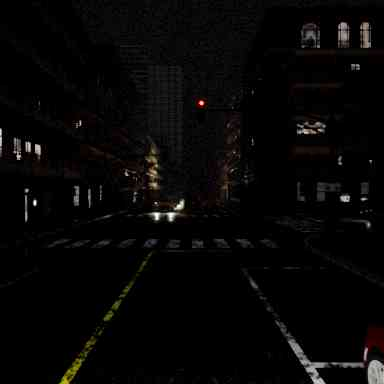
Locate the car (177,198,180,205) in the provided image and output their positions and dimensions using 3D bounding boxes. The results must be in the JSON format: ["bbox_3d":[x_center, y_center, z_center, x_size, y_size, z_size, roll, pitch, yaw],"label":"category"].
[{"bbox_3d":[-3.121,1.559,49.277,2.033,1.411,5.357,0,0,0],"label":"car"}]

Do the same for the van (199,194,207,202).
[{"bbox_3d":[2.640,1.377,78.458,1.690,1.788,3.998,-1,0,0],"label":"van"}]

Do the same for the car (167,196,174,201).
[{"bbox_3d":[-5.743,1.631,89.515,1.802,1.307,4.206,-1,0,0],"label":"car"}]

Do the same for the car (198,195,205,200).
[{"bbox_3d":[2.633,1.600,95.042,1.887,1.381,4.507,-1,0,0],"label":"car"}]

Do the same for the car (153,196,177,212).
[{"bbox_3d":[-3.117,1.483,39.313,1.882,1.535,5.008,0,0,0],"label":"car"}]

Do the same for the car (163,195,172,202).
[{"bbox_3d":[-5.738,1.561,78.289,1.752,1.417,4.829,-1,0,0],"label":"car"}]

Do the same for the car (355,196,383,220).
[{"bbox_3d":[15.026,1.229,24.816,4.892,1.490,1.837,-1,0,-1],"label":"car"}]

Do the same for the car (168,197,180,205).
[{"bbox_3d":[-3.106,1.620,59.277,1.895,1.301,4.718,0,0,1],"label":"car"}]

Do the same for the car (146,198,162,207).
[{"bbox_3d":[-5.723,1.579,50.819,1.947,1.339,4.313,0,0,0],"label":"car"}]

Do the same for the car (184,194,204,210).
[{"bbox_3d":[0.067,1.359,43.106,2.097,1.767,4.553,0,0,0],"label":"car"}]

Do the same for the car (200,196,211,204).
[{"bbox_3d":[2.649,1.576,67.402,2.008,1.369,4.403,-1,0,0],"label":"car"}]

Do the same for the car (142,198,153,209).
[{"bbox_3d":[-5.719,1.560,45.292,2.008,1.369,4.403,0,0,0],"label":"car"}]

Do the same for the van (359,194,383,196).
[{"bbox_3d":[15.628,1.035,27.397,3.998,1.788,1.690,-1,1,-1],"label":"van"}]

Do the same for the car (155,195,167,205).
[{"bbox_3d":[-5.730,1.461,61.875,1.967,1.590,4.097,-1,0,0],"label":"car"}]

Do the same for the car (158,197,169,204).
[{"bbox_3d":[-5.732,1.608,67.403,1.802,1.307,4.206,-1,0,0],"label":"car"}]

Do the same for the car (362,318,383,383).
[{"bbox_3d":[2.684,1.544,1.819,1.887,1.381,4.507,0,0,0],"label":"car"}]

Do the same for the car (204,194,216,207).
[{"bbox_3d":[2.656,1.453,50.819,1.967,1.590,4.097,-1,0,0],"label":"car"}]
